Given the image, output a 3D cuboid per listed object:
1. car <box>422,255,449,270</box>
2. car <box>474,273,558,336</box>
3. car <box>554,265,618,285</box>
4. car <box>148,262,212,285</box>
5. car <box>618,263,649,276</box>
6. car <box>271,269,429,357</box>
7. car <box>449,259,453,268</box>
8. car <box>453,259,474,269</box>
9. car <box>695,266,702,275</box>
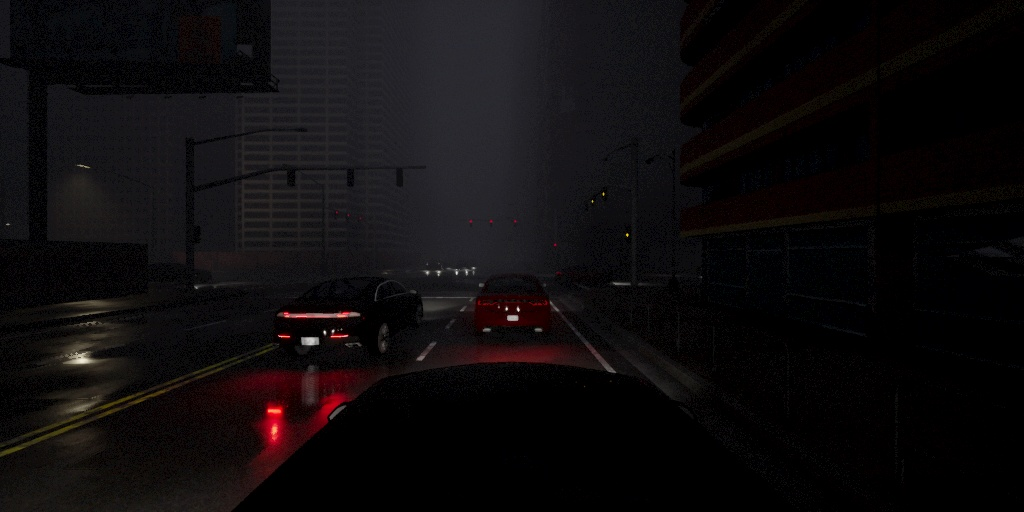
[{"bbox_3d":[-10.963,1.102,51.705,2.097,1.767,4.553,0,0,0],"label":"car"},{"bbox_3d":[0.012,1.228,10.440,1.882,1.535,5.008,0,0,0],"label":"car"},{"bbox_3d":[5.125,1.313,26.000,4.181,1.385,1.994,0,0,-1],"label":"car"},{"bbox_3d":[-24.599,1.228,25.948,5.008,1.535,1.882,0,0,0],"label":"car"},{"bbox_3d":[11.326,1.351,36.748,4.718,1.301,1.895,0,0,2],"label":"car"},{"bbox_3d":[-3.476,1.242,8.552,2.128,1.511,4.902,0,0,-1],"label":"car"},{"bbox_3d":[-11.011,1.297,61.904,2.033,1.411,5.357,0,0,0],"label":"car"},{"bbox_3d":[-7.489,1.255,55.614,1.837,1.490,4.892,0,0,0],"label":"car"},{"bbox_3d":[21.452,1.228,36.698,5.008,1.535,1.882,0,0,0],"label":"car"}]
